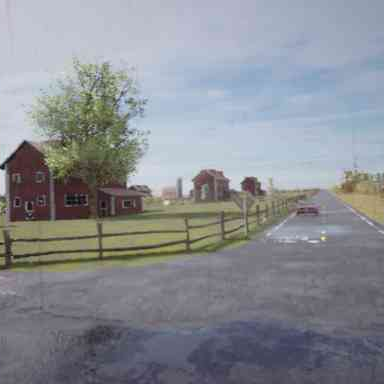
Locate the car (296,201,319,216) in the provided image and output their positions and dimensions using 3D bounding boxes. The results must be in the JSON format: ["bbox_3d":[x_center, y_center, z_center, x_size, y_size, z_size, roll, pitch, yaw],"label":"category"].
[{"bbox_3d":[10.727,1.489,30.859,1.895,1.301,4.718,-3,-1,22],"label":"car"}]
